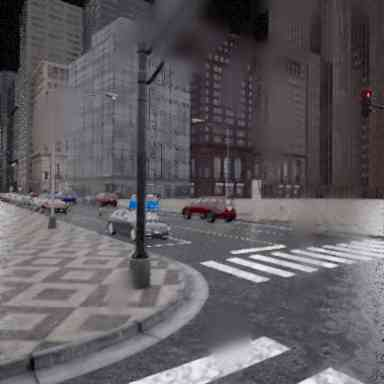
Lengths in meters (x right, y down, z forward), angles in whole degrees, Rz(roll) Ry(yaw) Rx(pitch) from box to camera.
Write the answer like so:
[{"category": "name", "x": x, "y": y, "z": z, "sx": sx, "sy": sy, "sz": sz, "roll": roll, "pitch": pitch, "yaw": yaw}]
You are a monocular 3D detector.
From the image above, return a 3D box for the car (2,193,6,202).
[{"category": "car", "x": -27.679, "y": 0.868, "z": 51.535, "sx": 1.967, "sy": 1.590, "sz": 4.097, "roll": 2, "pitch": 0, "yaw": -35}]

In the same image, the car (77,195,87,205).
[{"category": "car", "x": -14.428, "y": 1.194, "z": 47.491, "sx": 2.008, "sy": 1.369, "sz": 4.403, "roll": 2, "pitch": 0, "yaw": -35}]

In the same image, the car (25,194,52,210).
[{"category": "car", "x": -15.134, "y": 1.211, "z": 33.661, "sx": 2.008, "sy": 1.369, "sz": 4.403, "roll": 2, "pitch": 0, "yaw": -35}]

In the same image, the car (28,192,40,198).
[{"category": "car", "x": -39.525, "y": 0.813, "z": 83.237, "sx": 1.887, "sy": 1.381, "sz": 4.507, "roll": 1, "pitch": 0, "yaw": -35}]

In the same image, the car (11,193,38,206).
[{"category": "car", "x": -21.408, "y": 1.091, "z": 42.598, "sx": 2.008, "sy": 1.369, "sz": 4.403, "roll": 2, "pitch": 0, "yaw": -35}]

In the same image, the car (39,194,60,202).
[{"category": "car", "x": -24.798, "y": 1.014, "z": 57.814, "sx": 2.033, "sy": 1.411, "sz": 5.357, "roll": 1, "pitch": 0, "yaw": -37}]

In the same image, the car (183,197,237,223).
[{"category": "car", "x": 1.264, "y": 1.273, "z": 25.149, "sx": 2.192, "sy": 1.841, "sz": 5.009, "roll": 2, "pitch": 0, "yaw": -35}]

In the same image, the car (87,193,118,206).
[{"category": "car", "x": -11.285, "y": 1.018, "z": 43.024, "sx": 2.192, "sy": 1.841, "sz": 5.009, "roll": 2, "pitch": 0, "yaw": -35}]

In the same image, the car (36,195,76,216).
[{"category": "car", "x": -11.998, "y": 1.268, "z": 29.194, "sx": 1.887, "sy": 1.381, "sz": 4.507, "roll": 2, "pitch": 0, "yaw": -35}]

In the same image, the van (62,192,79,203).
[{"category": "van", "x": -20.698, "y": 0.872, "z": 56.429, "sx": 1.690, "sy": 1.788, "sz": 3.998, "roll": 2, "pitch": 0, "yaw": -35}]

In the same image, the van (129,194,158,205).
[{"category": "van", "x": -5.011, "y": 1.168, "z": 34.086, "sx": 1.690, "sy": 1.788, "sz": 3.998, "roll": 2, "pitch": 0, "yaw": -35}]

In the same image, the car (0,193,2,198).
[{"category": "car", "x": -30.819, "y": 0.921, "z": 56.002, "sx": 1.887, "sy": 1.381, "sz": 4.507, "roll": 2, "pitch": 0, "yaw": -35}]

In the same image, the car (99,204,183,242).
[{"category": "car", "x": -2.588, "y": 1.474, "z": 15.790, "sx": 2.008, "sy": 1.369, "sz": 4.403, "roll": 2, "pitch": 0, "yaw": -35}]

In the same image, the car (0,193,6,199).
[{"category": "car", "x": -40.230, "y": 0.806, "z": 69.405, "sx": 1.947, "sy": 1.339, "sz": 4.313, "roll": 1, "pitch": 0, "yaw": -35}]

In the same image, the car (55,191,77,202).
[{"category": "car", "x": -18.717, "y": 0.795, "z": 49.126, "sx": 2.150, "sy": 2.045, "sz": 5.566, "roll": 1, "pitch": 0, "yaw": -35}]

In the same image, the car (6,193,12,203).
[{"category": "car", "x": -24.545, "y": 1.033, "z": 47.067, "sx": 2.008, "sy": 1.369, "sz": 4.403, "roll": 2, "pitch": 0, "yaw": -35}]
